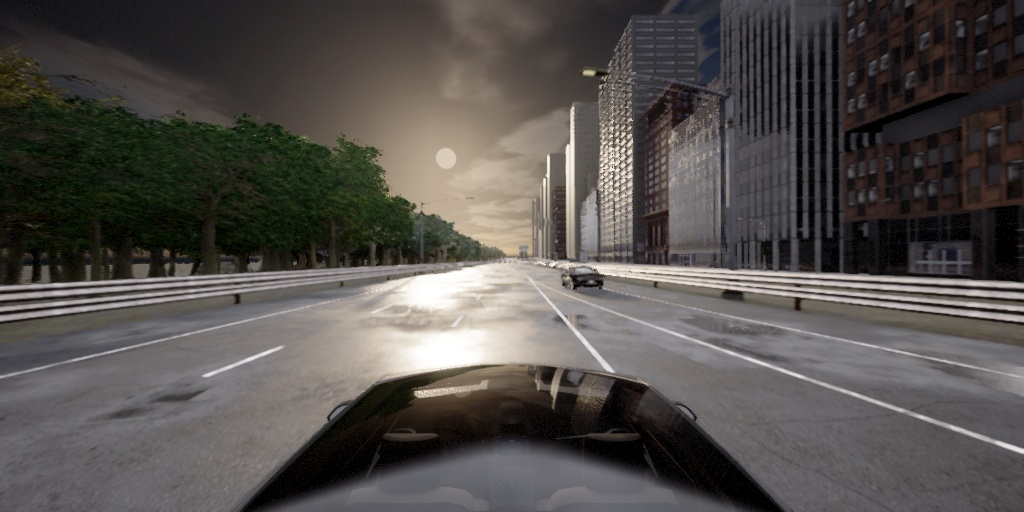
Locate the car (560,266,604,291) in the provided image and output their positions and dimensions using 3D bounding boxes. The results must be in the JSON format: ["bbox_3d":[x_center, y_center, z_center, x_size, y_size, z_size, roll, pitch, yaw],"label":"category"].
[{"bbox_3d":[4.539,1.421,23.876,1.882,1.535,5.008,0,-1,-5],"label":"car"}]
